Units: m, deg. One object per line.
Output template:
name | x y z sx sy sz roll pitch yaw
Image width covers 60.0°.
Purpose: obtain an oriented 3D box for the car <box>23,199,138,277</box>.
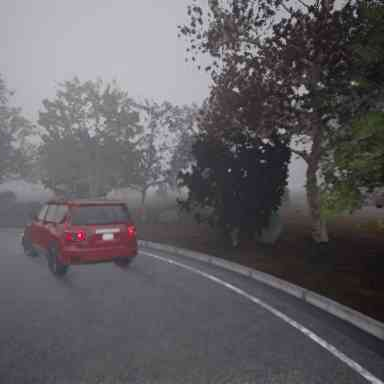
car | -3.765 1.235 10.721 2.150 2.045 5.566 0 0 -37
